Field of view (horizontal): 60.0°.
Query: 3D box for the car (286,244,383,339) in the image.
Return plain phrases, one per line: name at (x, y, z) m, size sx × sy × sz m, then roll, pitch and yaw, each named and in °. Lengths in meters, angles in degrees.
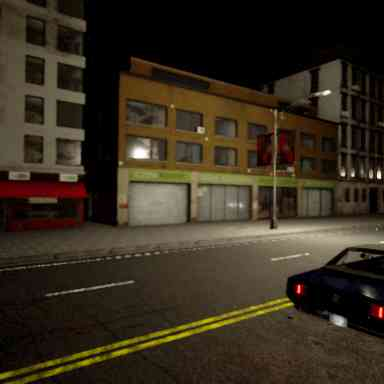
car at (4.020, 1.680, 6.311) m, size 4.718 × 1.301 × 1.895 m, roll 1°, pitch 0°, yaw -36°
